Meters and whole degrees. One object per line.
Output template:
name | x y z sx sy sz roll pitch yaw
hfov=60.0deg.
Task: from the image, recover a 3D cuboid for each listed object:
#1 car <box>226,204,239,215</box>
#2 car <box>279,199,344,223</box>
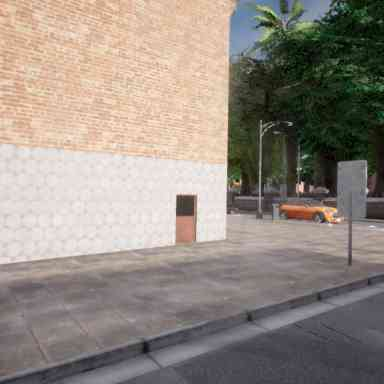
car | 2.330 1.533 33.790 2.033 1.411 5.357 2 -1 -35
car | 8.755 1.344 24.606 2.097 1.767 4.553 2 -1 -35
